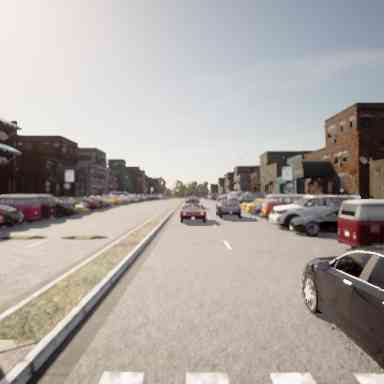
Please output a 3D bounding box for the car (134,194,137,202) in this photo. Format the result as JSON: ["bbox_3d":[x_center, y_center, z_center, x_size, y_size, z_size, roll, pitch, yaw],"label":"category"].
[{"bbox_3d":[-13.031,1.226,59.121,5.366,1.575,1.946,0,0,0],"label":"car"}]

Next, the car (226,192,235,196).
[{"bbox_3d":[7.584,1.056,42.335,5.566,2.045,2.435,0,0,0],"label":"car"}]

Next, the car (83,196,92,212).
[{"bbox_3d":[-12.694,1.384,31.465,5.366,1.575,1.946,0,0,0],"label":"car"}]

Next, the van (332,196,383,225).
[{"bbox_3d":[7.749,1.244,11.994,4.442,1.987,1.878,0,0,0],"label":"van"}]

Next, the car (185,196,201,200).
[{"bbox_3d":[0.073,1.331,42.449,1.837,1.490,4.892,0,0,0],"label":"car"}]

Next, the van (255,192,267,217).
[{"bbox_3d":[7.507,1.193,25.787,4.442,1.987,1.878,0,0,0],"label":"van"}]

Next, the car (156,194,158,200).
[{"bbox_3d":[-12.797,1.585,92.584,5.008,1.535,2.097,0,-1,0],"label":"car"}]

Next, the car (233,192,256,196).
[{"bbox_3d":[7.583,1.203,39.578,4.553,1.767,2.185,0,0,0],"label":"car"}]

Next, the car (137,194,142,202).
[{"bbox_3d":[-12.813,0.988,61.901,5.566,2.045,2.435,0,0,0],"label":"car"}]

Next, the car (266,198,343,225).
[{"bbox_3d":[7.657,1.307,23.030,4.553,1.767,2.185,0,0,0],"label":"car"}]

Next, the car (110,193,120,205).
[{"bbox_3d":[-12.867,1.278,45.363,5.008,1.535,2.097,0,0,0],"label":"car"}]

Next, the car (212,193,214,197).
[{"bbox_3d":[7.620,1.400,75.404,4.792,1.488,2.163,0,-1,0],"label":"car"}]

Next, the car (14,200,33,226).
[{"bbox_3d":[-12.896,1.448,20.346,4.892,1.521,2.231,0,0,0],"label":"car"}]

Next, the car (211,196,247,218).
[{"bbox_3d":[3.081,1.415,28.768,2.128,1.511,4.902,0,0,0],"label":"car"}]

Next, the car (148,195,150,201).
[{"bbox_3d":[-13.009,1.374,75.912,5.366,1.575,1.946,0,-1,0],"label":"car"}]

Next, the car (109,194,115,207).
[{"bbox_3d":[-12.872,1.303,42.459,4.892,1.521,2.231,0,0,0],"label":"car"}]

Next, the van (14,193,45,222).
[{"bbox_3d":[-13.013,1.209,23.127,4.442,1.987,1.878,0,0,0],"label":"van"}]

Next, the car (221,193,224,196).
[{"bbox_3d":[7.600,1.237,53.358,5.008,1.535,2.097,0,0,0],"label":"car"}]

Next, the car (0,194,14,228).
[{"bbox_3d":[-12.941,1.206,17.444,5.566,2.045,2.435,0,0,0],"label":"car"}]

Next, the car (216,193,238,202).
[{"bbox_3d":[7.624,1.215,72.648,4.553,1.767,2.185,0,-1,0],"label":"car"}]

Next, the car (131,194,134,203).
[{"bbox_3d":[-12.846,1.265,56.347,4.674,1.452,2.002,0,0,0],"label":"car"}]

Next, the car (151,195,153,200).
[{"bbox_3d":[-12.788,1.471,81.344,4.792,1.488,2.163,0,-1,0],"label":"car"}]

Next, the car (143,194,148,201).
[{"bbox_3d":[-12.833,1.346,73.132,4.892,1.521,2.231,0,-1,0],"label":"car"}]

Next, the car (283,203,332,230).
[{"bbox_3d":[7.600,1.484,17.514,4.792,1.488,2.163,0,0,0],"label":"car"}]

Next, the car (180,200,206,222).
[{"bbox_3d":[0.084,1.542,25.542,1.895,1.301,4.718,0,0,0],"label":"car"}]

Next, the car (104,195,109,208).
[{"bbox_3d":[-12.898,1.354,39.680,4.792,1.488,2.163,0,0,0],"label":"car"}]

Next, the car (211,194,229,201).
[{"bbox_3d":[7.550,1.406,89.190,4.553,1.767,2.185,0,-1,0],"label":"car"}]

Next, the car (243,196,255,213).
[{"bbox_3d":[7.805,1.384,31.303,5.366,1.575,1.946,0,0,0],"label":"car"}]

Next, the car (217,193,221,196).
[{"bbox_3d":[7.575,0.984,56.115,5.566,2.045,2.435,0,0,0],"label":"car"}]

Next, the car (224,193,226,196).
[{"bbox_3d":[7.639,1.035,45.092,5.566,2.045,2.435,0,0,0],"label":"car"}]

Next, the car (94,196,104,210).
[{"bbox_3d":[-12.867,1.347,36.900,5.008,1.535,2.097,0,0,0],"label":"car"}]

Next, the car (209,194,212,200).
[{"bbox_3d":[7.616,1.181,80.921,5.566,2.045,2.435,0,-1,0],"label":"car"}]

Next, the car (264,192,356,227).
[{"bbox_3d":[7.599,1.192,20.270,5.566,2.045,2.435,0,0,0],"label":"car"}]

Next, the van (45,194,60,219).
[{"bbox_3d":[-13.005,1.195,25.781,4.442,1.987,1.878,0,0,0],"label":"van"}]

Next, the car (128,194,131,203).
[{"bbox_3d":[-12.854,1.269,53.690,4.674,1.452,2.002,0,0,0],"label":"car"}]

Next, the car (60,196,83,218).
[{"bbox_3d":[-12.853,1.153,28.680,5.566,2.045,2.435,0,0,0],"label":"car"}]

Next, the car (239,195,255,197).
[{"bbox_3d":[7.804,1.366,34.063,5.366,1.575,1.946,0,0,0],"label":"car"}]

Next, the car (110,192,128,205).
[{"bbox_3d":[-13.040,1.237,50.919,5.366,1.575,1.946,0,0,0],"label":"car"}]

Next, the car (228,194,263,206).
[{"bbox_3d":[7.640,1.139,47.848,4.553,1.767,2.185,0,0,0],"label":"car"}]

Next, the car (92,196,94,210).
[{"bbox_3d":[-12.908,1.242,34.120,4.553,1.767,2.185,0,0,0],"label":"car"}]

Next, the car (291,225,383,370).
[{"bbox_3d":[3.096,1.505,4.701,1.837,1.490,4.892,0,0,0],"label":"car"}]
